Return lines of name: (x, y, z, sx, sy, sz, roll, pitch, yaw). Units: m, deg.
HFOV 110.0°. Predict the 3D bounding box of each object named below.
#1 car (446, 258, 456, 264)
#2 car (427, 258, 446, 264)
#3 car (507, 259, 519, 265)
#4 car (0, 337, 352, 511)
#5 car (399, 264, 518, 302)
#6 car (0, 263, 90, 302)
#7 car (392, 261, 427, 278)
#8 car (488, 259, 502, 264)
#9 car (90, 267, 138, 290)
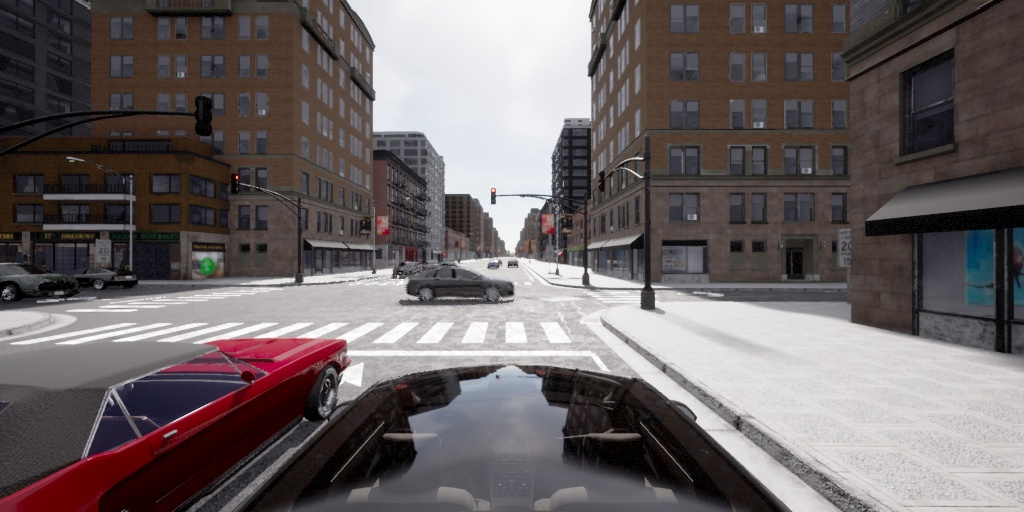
car: (-9.698, 1.095, 53.662, 2.097, 1.767, 4.553, 0, 0, 0)
car: (-9.730, 1.251, 43.601, 1.837, 1.490, 4.892, 0, 0, 1)
car: (0.168, 1.245, 62.244, 1.837, 1.490, 4.892, 0, 0, 0)
car: (-3.156, 1.351, 2.882, 1.895, 1.301, 4.718, 0, 0, 0)
car: (-2.314, 1.256, 16.313, 4.892, 1.490, 1.837, 0, 0, -1)
car: (-22.732, 1.097, 16.246, 4.553, 1.767, 2.097, 0, 0, 0)
car: (-9.757, 1.254, 33.766, 1.837, 1.490, 4.892, 0, 0, 0)
car: (-2.989, 1.288, 59.397, 2.033, 1.411, 5.357, 0, 0, 0)
car: (-25.321, 1.330, 21.750, 4.313, 1.339, 1.948, 0, 0, 0)
